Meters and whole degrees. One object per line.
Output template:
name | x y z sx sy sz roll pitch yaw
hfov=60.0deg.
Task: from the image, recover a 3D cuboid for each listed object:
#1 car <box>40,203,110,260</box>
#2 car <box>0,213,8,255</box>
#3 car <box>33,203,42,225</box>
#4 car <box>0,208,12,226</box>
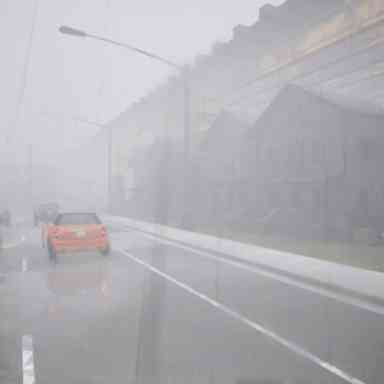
car | -4.816 1.498 13.488 2.097 1.767 4.553 0 -1 -27
car | -7.918 1.693 11.870 1.994 1.385 4.181 0 -1 -27
car | -11.648 1.641 26.842 2.097 1.767 4.553 0 -1 -27
car | -14.685 1.871 25.091 1.895 1.301 4.718 0 -1 -27
